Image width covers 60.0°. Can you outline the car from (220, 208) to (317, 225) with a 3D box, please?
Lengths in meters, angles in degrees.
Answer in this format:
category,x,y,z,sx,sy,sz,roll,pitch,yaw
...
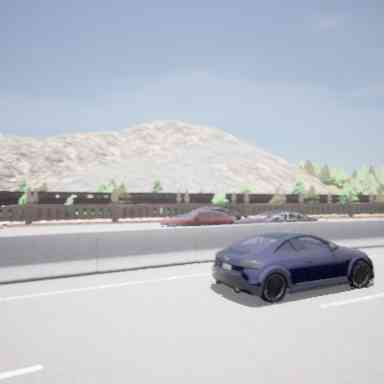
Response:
category,x,y,z,sx,sy,sz,roll,pitch,yaw
car,4.242,1.725,17.085,4.902,1.511,2.128,1,-1,-23

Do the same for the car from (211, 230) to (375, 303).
category,x,y,z,sx,sy,sz,roll,pitch,yaw
car,2.581,1.682,8.439,4.181,1.385,1.994,1,-1,-26

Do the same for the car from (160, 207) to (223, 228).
category,x,y,z,sx,sy,sz,roll,pitch,yaw
car,0.456,1.772,19.253,4.674,1.442,1.812,1,-1,-24

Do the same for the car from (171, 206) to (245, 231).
category,x,y,z,sx,sy,sz,roll,pitch,yaw
car,1.113,1.806,23.346,4.892,1.490,1.837,1,-1,-23
